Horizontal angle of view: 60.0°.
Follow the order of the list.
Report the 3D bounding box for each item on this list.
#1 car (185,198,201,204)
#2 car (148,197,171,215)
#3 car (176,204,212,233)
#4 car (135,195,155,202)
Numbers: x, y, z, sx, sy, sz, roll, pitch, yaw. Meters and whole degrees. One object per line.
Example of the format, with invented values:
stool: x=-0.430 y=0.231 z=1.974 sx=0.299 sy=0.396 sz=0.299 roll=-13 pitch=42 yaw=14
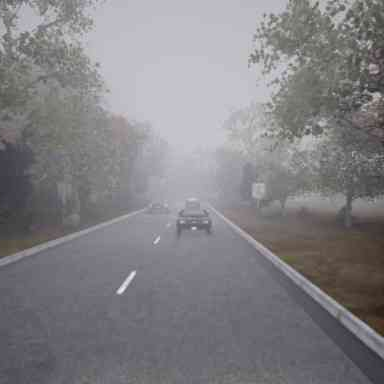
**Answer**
car: x=0.108 y=1.482 z=42.870 sx=1.882 sy=1.535 sz=5.008 roll=0 pitch=0 yaw=0
car: x=-3.336 y=1.363 z=34.611 sx=2.097 sy=1.767 sz=4.553 roll=0 pitch=0 yaw=0
car: x=0.103 y=1.612 z=19.692 sx=1.895 sy=1.301 sz=4.718 roll=0 pitch=0 yaw=0
car: x=-10.592 y=1.489 z=75.087 sx=4.181 sy=1.385 sz=1.994 roll=0 pitch=-3 yaw=23
